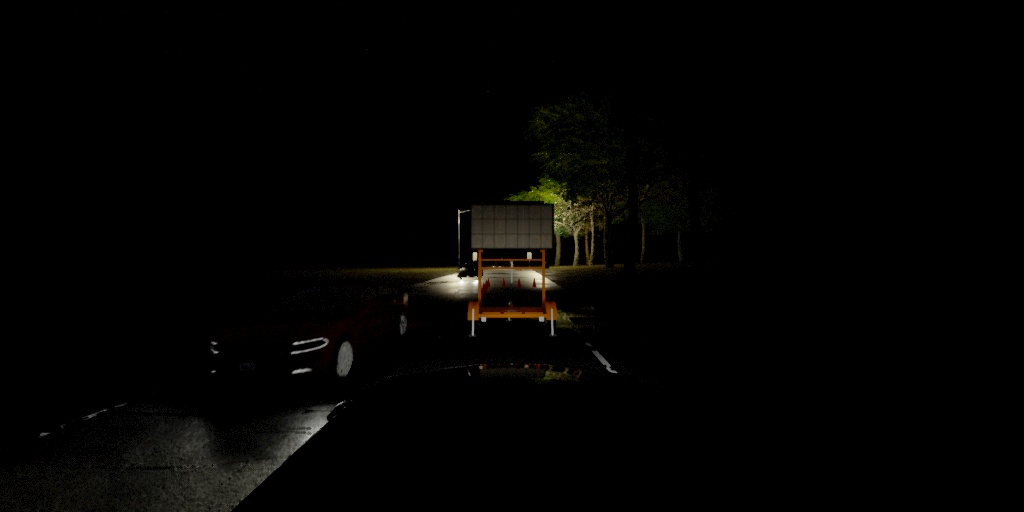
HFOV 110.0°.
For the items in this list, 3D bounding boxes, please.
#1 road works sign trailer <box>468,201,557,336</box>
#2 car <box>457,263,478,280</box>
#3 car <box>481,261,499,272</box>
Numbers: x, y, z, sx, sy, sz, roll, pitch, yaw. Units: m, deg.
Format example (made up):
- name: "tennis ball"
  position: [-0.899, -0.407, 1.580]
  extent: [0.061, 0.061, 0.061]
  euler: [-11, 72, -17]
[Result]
- name: "road works sign trailer"
  position: [-0.008, 0.222, 10.379]
  extent: [2.380, 3.560, 2.880]
  euler: [0, 0, -1]
- name: "car"
  position: [-3.657, 1.258, 25.518]
  extent: [1.882, 1.535, 5.008]
  euler: [0, 0, 0]
- name: "car"
  position: [-3.684, 1.458, 58.399]
  extent: [2.033, 1.411, 5.357]
  euler: [0, 0, 1]
